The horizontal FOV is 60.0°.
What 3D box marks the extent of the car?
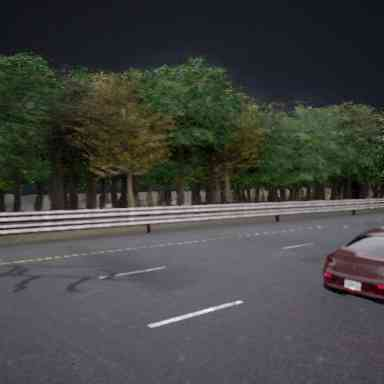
[{"bbox_3d":[4.720,1.470,7.241,4.674,1.442,1.812,0,0,-36],"label":"car"}]
